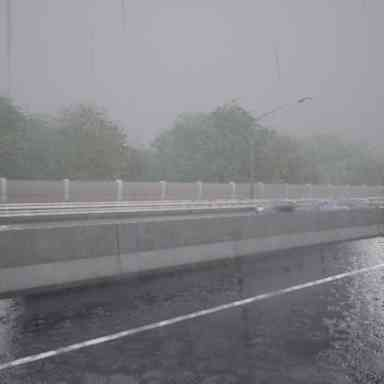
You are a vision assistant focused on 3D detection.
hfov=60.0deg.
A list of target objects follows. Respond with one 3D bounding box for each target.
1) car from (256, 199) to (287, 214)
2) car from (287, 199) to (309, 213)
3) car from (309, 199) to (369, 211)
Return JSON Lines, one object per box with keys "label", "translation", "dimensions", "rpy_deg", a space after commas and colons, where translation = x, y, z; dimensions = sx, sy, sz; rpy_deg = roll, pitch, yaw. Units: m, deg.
{"label": "car", "translation": [8.039, 1.410, 30.872], "dimensions": [4.902, 1.511, 2.128], "rpy_deg": [0, 0, -34]}
{"label": "car", "translation": [10.956, 1.468, 28.634], "dimensions": [5.357, 1.411, 2.033], "rpy_deg": [0, 0, -34]}
{"label": "car", "translation": [11.083, 1.279, 24.473], "dimensions": [4.553, 1.767, 2.097], "rpy_deg": [0, 0, -34]}
